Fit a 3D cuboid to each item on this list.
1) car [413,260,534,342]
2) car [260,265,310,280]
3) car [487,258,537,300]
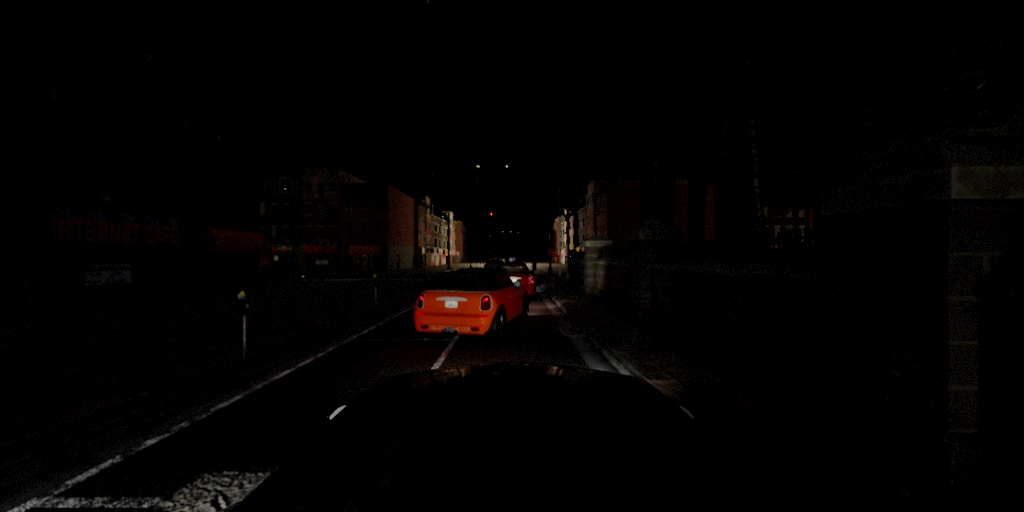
[{"bbox_3d":[-0.872,1.105,10.090,2.097,1.767,4.553,0,0,13],"label":"car"},{"bbox_3d":[-19.427,1.385,29.568,4.718,1.301,1.895,0,0,0],"label":"car"},{"bbox_3d":[0.072,1.108,17.725,2.097,1.767,4.553,0,0,1],"label":"car"}]
